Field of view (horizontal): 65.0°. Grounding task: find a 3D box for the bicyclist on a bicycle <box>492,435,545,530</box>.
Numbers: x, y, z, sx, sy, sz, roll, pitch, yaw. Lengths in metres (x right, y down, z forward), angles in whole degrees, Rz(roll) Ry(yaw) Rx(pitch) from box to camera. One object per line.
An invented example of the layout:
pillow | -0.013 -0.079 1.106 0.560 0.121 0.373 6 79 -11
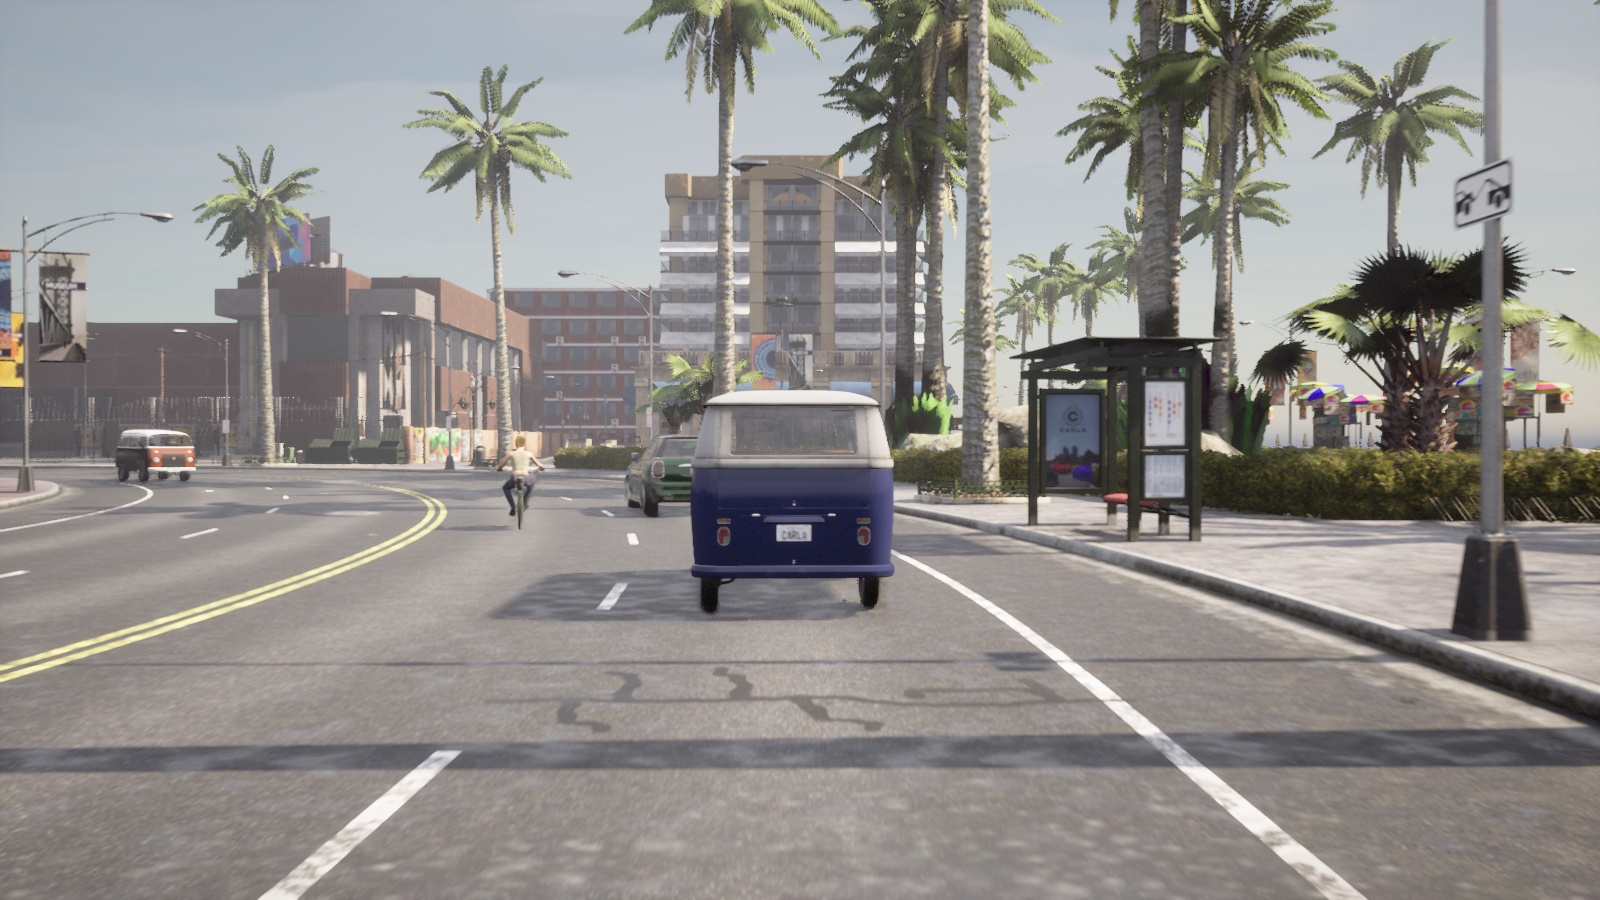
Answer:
bicyclist on a bicycle | -4.942 0.554 22.151 0.866 1.612 1.509 0 0 -11

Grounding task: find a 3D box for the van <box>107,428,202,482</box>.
van | -25.359 0.172 49.283 2.069 2.038 4.480 0 0 -44

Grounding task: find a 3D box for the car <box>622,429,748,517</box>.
car | -2.633 0.447 27.685 2.097 1.767 4.553 0 0 -14

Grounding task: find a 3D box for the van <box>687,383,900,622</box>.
van | -0.168 0.427 12.702 1.775 1.987 4.442 0 0 -3
